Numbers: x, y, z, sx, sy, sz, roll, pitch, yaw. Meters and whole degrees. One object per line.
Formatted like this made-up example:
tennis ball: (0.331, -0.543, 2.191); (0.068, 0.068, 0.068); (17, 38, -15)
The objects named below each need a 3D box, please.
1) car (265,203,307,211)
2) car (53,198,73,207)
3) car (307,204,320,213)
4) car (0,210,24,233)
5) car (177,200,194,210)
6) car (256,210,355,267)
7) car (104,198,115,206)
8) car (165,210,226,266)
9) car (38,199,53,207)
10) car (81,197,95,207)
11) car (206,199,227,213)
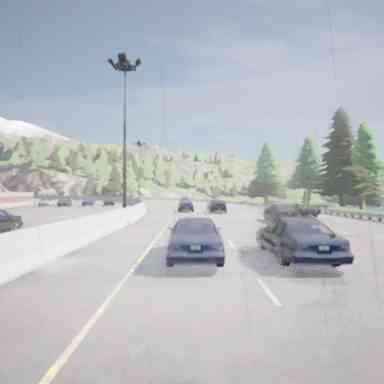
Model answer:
car: (7.059, 1.649, 26.593); (2.033, 1.411, 5.357); (0, 0, -1)
car: (-20.805, 1.741, 54.560); (2.033, 1.411, 5.357); (0, 0, -12)
car: (10.396, 1.723, 31.794); (1.895, 1.301, 4.718); (0, 0, -2)
car: (-10.603, 1.606, 16.878); (2.033, 1.411, 5.357); (0, 0, 0)
car: (-0.879, 1.680, 41.892); (1.812, 1.442, 4.674); (0, 0, -6)
car: (3.600, 1.592, 11.583); (2.033, 1.411, 5.357); (0, 0, 0)
car: (-14.484, 1.757, 58.310); (2.033, 1.411, 5.357); (0, 0, -13)
car: (0.100, 1.591, 11.653); (2.033, 1.411, 5.357); (0, 0, 0)
car: (-24.947, 1.800, 56.862); (1.895, 1.301, 4.718); (0, 0, -13)
car: (-17.879, 1.681, 57.345); (1.882, 1.535, 5.008); (0, 0, -13)
car: (2.874, 1.653, 39.385); (1.837, 1.490, 4.892); (1, 0, -5)
